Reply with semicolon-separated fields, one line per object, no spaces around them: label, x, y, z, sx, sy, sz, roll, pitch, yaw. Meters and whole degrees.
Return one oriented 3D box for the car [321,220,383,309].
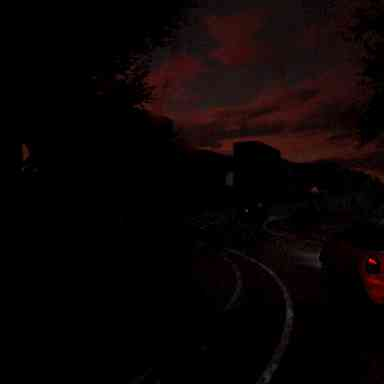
car;4.572;1.459;8.025;2.097;1.767;4.553;1;0;13

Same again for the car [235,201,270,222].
car;5.394;1.565;29.110;2.097;1.767;4.553;0;0;25
